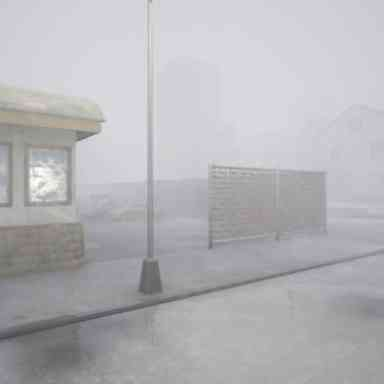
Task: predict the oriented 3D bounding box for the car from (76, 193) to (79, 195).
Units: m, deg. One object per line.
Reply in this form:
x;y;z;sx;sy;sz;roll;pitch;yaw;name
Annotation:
-8.813;1.214;30.020;3.866;1.878;1.905;0;0;-36;car

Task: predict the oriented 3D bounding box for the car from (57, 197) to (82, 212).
-14.084;1.373;38.015;1.789;1.547;3.705;0;0;-36;car

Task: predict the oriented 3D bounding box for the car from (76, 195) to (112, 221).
-6.525;1.320;26.381;4.611;1.667;2.242;0;0;-36;car

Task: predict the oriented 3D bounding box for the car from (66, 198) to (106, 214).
-11.031;1.382;34.724;3.633;1.501;1.845;0;0;-36;car

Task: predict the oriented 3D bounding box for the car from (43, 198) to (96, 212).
-14.085;1.445;38.293;5.357;1.415;2.033;0;0;-36;car

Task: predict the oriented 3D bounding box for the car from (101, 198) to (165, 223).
-4.082;1.386;24.228;4.193;1.474;1.816;0;0;-36;car

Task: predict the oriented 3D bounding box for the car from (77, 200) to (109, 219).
-8.260;1.426;27.759;2.207;1.379;1.481;0;0;-36;car
